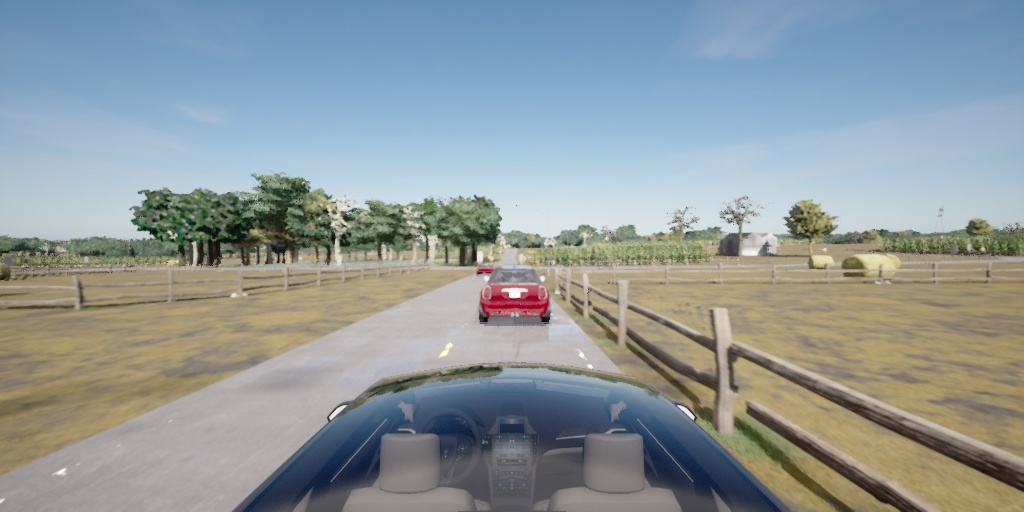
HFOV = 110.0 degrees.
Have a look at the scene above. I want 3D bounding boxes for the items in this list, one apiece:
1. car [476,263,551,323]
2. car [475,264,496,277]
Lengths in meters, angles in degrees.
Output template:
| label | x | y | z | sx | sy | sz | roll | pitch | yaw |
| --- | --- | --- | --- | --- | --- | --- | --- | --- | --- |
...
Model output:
| label | x | y | z | sx | sy | sz | roll | pitch | yaw |
| --- | --- | --- | --- | --- | --- | --- | --- | --- | --- |
| car | 0.083 | 1.089 | 12.158 | 2.097 | 1.767 | 4.553 | 0 | 0 | 0 |
| car | -2.849 | 1.520 | 39.213 | 1.895 | 1.301 | 4.718 | 0 | -1 | 0 |
